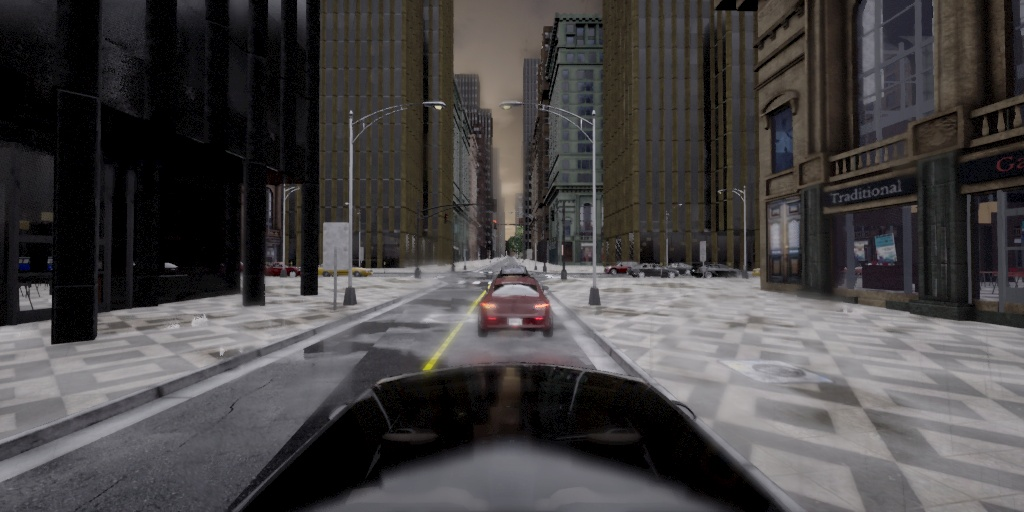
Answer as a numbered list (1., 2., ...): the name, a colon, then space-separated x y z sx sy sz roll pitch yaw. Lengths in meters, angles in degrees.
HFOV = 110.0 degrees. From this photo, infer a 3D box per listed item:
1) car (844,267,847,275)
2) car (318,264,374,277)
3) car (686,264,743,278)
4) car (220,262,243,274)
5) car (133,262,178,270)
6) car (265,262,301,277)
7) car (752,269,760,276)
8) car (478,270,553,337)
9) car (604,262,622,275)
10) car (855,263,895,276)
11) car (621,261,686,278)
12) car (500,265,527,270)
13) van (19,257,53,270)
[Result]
1. car: 34.989 1.561 39.997 4.207 1.307 1.802 0 0 0
2. car: -14.603 1.188 31.288 4.829 1.417 1.751 0 0 0
3. car: 17.986 1.330 31.410 4.313 1.339 1.948 0 0 0
4. car: -30.973 1.305 39.751 4.507 1.381 1.888 0 0 0
5. car: -30.673 1.196 31.228 4.313 1.339 1.948 0 0 0
6. car: -20.073 1.195 31.268 4.507 1.381 1.888 0 0 0
7. car: 23.823 1.314 31.431 4.829 1.417 1.751 0 0 0
8. car: 0.088 1.278 10.141 1.812 1.442 4.674 0 0 0
9. car: 12.315 1.313 39.913 4.097 1.591 1.967 0 0 0
10. car: 40.656 1.455 40.018 4.097 1.591 1.967 0 0 0
11. car: 12.316 1.294 31.389 4.403 1.370 2.007 0 0 0
12. car: 0.092 1.247 19.394 2.128 1.511 4.902 0 0 0
13. van: -41.274 0.956 31.188 3.998 1.789 1.690 0 0 0
